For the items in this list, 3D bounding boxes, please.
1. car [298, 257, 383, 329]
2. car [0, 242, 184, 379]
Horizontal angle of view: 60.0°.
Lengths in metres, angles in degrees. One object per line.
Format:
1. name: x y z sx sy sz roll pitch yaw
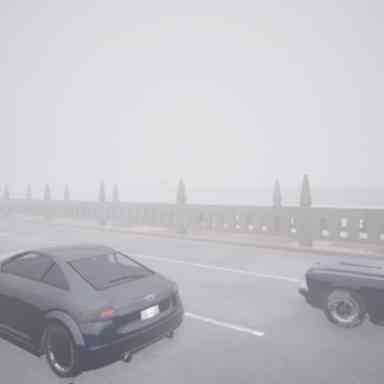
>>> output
1. car: 4.240 1.602 5.267 4.718 1.301 1.895 0 0 36
2. car: -2.183 1.553 5.553 4.181 1.385 1.994 0 0 36
